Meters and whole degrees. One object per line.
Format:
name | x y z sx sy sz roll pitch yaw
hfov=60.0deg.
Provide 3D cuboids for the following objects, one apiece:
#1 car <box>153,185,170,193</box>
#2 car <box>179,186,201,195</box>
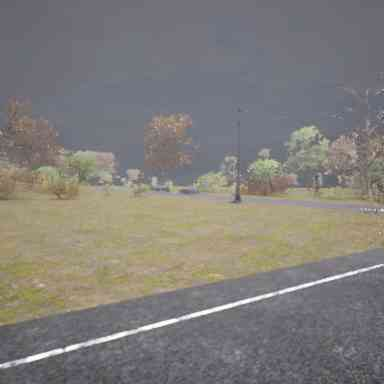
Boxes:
car | -6.264 -0.636 67.970 1.837 1.490 4.892 0 2 -36
car | -0.435 -0.278 59.841 2.128 1.511 4.902 0 2 -36
